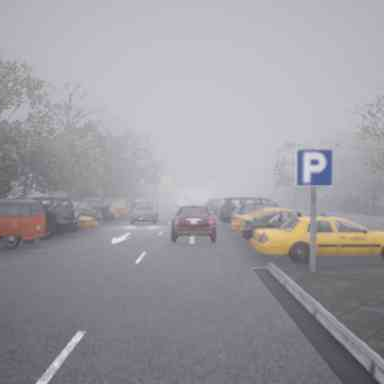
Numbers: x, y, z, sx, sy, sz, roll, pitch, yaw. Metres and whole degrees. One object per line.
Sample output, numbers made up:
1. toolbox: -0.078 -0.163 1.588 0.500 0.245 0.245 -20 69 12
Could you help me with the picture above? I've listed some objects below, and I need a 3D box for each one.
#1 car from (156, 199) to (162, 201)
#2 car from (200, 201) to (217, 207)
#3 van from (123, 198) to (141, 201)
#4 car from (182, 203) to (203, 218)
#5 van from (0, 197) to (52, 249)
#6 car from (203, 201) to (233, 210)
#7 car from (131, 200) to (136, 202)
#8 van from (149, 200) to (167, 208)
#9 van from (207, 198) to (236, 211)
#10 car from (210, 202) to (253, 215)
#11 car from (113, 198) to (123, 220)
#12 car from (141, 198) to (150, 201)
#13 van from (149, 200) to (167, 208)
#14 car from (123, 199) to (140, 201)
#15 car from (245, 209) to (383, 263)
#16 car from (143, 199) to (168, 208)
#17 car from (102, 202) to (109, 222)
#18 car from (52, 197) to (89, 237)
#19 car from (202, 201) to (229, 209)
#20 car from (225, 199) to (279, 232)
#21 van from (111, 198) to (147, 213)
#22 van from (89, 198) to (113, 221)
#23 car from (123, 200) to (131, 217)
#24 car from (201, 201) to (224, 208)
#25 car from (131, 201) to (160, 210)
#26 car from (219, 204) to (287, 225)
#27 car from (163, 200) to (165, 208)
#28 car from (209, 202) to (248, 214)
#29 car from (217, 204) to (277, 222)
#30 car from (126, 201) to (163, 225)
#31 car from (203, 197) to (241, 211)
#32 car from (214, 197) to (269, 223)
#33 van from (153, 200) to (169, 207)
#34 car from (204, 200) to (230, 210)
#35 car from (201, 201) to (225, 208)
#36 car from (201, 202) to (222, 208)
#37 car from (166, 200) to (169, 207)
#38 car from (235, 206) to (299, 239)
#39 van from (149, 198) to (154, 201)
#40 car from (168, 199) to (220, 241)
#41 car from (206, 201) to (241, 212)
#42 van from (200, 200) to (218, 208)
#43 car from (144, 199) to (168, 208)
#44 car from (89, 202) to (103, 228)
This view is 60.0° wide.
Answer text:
1. car: -8.558 2.102 58.369 5.566 2.045 2.435 0 -2 0
2. car: 4.436 3.307 91.662 4.553 1.767 2.185 0 -2 0
3. van: -8.688 1.664 39.124 4.442 1.987 1.878 0 -1 0
4. car: 0.072 1.895 34.406 1.994 1.385 4.181 0 -1 0
5. van: -8.669 1.280 14.076 4.442 1.987 1.878 0 -1 0
6. car: 4.499 2.350 58.363 5.008 1.535 2.097 0 -2 0
7. car: -8.562 1.799 33.581 5.008 1.535 2.097 0 -1 0
8. van: -8.489 2.940 83.411 4.442 1.987 1.878 0 -2 0
9. van: 4.614 1.944 52.821 4.442 1.987 1.878 0 -2 0
10. car: 4.539 1.913 38.954 4.792 1.488 2.163 0 -1 0
11. car: -8.531 1.583 28.042 4.553 1.767 2.185 0 -1 0
12. car: -8.389 1.932 41.891 5.366 1.575 1.946 0 -1 0
13. van: -8.725 3.030 86.180 4.442 1.987 1.878 0 -2 0
14. car: -8.563 1.846 36.351 4.892 1.521 2.231 0 -1 0
15. car: 4.716 1.477 11.213 5.366 1.575 1.946 0 -1 0
16. car: -8.574 2.735 77.875 5.566 2.045 2.435 0 -2 0
17. car: -8.552 1.620 22.500 4.892 1.521 2.231 0 -1 0
18. car: -8.581 1.285 16.968 5.566 2.045 2.435 0 -1 0
19. car: 4.672 2.617 66.688 5.366 1.575 1.946 0 -2 0
20. car: 4.493 1.444 19.532 4.553 1.767 2.185 0 -1 0
21. van: -8.459 1.755 44.663 4.442 1.987 1.878 0 -1 0
22. van: -8.677 1.438 25.274 4.442 1.987 1.878 0 -1 0
23. car: -8.559 1.752 30.685 5.008 1.535 2.097 0 -1 0
24. car: 4.476 2.801 72.237 4.892 1.521 2.231 0 -2 0
25. car: -8.583 2.447 61.254 5.008 1.535 2.097 0 -2 0
26. car: 4.490 1.687 25.077 4.792 1.488 2.163 0 -1 0
27. car: -8.598 2.753 69.434 4.674 1.452 2.002 0 -2 0
28. car: 4.504 1.969 41.731 4.674 1.452 2.002 0 -1 0
29. car: 4.515 1.743 27.852 4.674 1.452 2.002 0 -1 0
30. car: -3.619 1.700 26.064 1.837 1.490 4.892 0 -1 0
31. car: 4.472 1.829 50.047 5.566 2.045 2.435 0 -2 0
32. car: 4.550 1.361 22.305 5.566 2.045 2.435 0 -1 0
33. van: -8.504 3.213 91.733 4.442 1.987 1.878 0 -2 0
34. car: 4.523 2.314 61.142 4.553 1.767 2.185 0 -2 0
35. car: 4.666 2.887 75.012 5.366 1.575 1.946 0 -2 0
36. car: 4.507 3.009 77.785 4.792 1.488 2.163 0 -2 0
37. car: -3.568 2.491 66.569 2.097 1.767 4.553 0 -2 0
38. car: 4.523 1.502 13.981 4.892 1.521 2.231 0 -1 0
39. van: -8.463 1.858 50.053 4.442 1.987 1.878 0 -1 0
40. car: 0.084 1.411 17.149 2.097 1.767 4.553 0 -1 0
41. car: 4.473 2.050 47.289 4.792 1.488 2.163 0 -1 0
42. van: 4.355 3.024 86.118 4.442 1.987 1.878 0 -2 0
43. car: -8.576 2.825 80.644 5.566 2.045 2.435 0 -2 0
44. car: -8.371 1.572 19.734 5.366 1.575 1.946 0 -1 0
